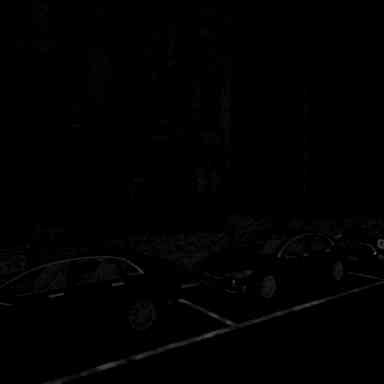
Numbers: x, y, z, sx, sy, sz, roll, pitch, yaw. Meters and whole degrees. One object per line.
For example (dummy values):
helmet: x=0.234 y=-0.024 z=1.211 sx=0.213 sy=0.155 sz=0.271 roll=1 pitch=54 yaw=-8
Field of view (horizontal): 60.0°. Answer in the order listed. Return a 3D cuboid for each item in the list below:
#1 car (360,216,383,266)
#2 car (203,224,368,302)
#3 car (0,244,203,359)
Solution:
car: x=6.646 y=1.558 z=11.491 sx=4.097 sy=1.590 sz=1.967 roll=1 pitch=0 yaw=-35
car: x=2.200 y=1.613 z=8.322 sx=4.403 sy=1.369 sz=2.008 roll=1 pitch=0 yaw=-35
car: x=-2.245 y=1.560 z=5.152 sx=4.403 sy=1.369 sz=2.008 roll=1 pitch=0 yaw=-35
